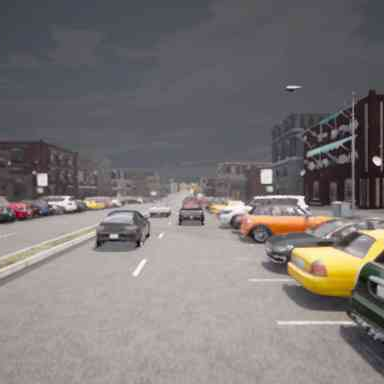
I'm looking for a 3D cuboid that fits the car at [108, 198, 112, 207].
[{"bbox_3d":[-16.101,2.114,54.299,4.674,1.452,2.002,0,-1,0],"label":"car"}]

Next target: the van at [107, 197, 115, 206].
[{"bbox_3d":[-16.007,1.896,57.062,4.442,1.987,1.878,0,-1,0],"label":"van"}]

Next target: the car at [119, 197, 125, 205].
[{"bbox_3d":[-16.138,1.962,62.578,5.566,2.045,2.435,0,-1,0],"label":"car"}]

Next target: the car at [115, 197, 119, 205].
[{"bbox_3d":[-16.176,2.043,59.817,4.553,1.767,2.185,0,-1,0],"label":"car"}]

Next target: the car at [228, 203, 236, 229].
[{"bbox_3d":[4.606,1.534,18.319,4.674,1.452,2.002,0,0,0],"label":"car"}]

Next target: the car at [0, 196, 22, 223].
[{"bbox_3d":[-15.843,1.294,23.986,5.566,2.045,2.435,0,0,0],"label":"car"}]

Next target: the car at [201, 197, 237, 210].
[{"bbox_3d":[4.372,1.818,54.312,5.566,2.045,2.435,0,-1,0],"label":"car"}]

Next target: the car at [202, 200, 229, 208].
[{"bbox_3d":[4.357,2.213,62.642,4.892,1.521,2.231,0,-1,0],"label":"car"}]

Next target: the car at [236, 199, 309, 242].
[{"bbox_3d":[4.592,1.360,15.542,4.553,1.767,2.185,0,0,0],"label":"car"}]

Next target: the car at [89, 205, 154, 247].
[{"bbox_3d":[-2.982,1.530,14.964,1.812,1.442,4.674,0,0,0],"label":"car"}]

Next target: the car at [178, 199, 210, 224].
[{"bbox_3d":[-0.041,1.558,25.278,2.128,1.511,4.902,0,-1,0],"label":"car"}]

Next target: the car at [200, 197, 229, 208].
[{"bbox_3d":[4.382,2.006,65.547,5.566,2.045,2.435,0,-1,0],"label":"car"}]

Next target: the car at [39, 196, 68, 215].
[{"bbox_3d":[-15.987,1.580,35.003,4.553,1.767,2.185,0,-1,0],"label":"car"}]

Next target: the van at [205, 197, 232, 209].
[{"bbox_3d":[4.504,1.895,57.211,4.442,1.987,1.878,0,-1,0],"label":"van"}]

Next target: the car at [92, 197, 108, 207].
[{"bbox_3d":[-16.267,2.022,51.542,5.366,1.575,1.946,0,-1,0],"label":"car"}]

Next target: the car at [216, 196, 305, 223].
[{"bbox_3d":[4.563,1.258,21.096,5.566,2.045,2.435,0,0,0],"label":"car"}]

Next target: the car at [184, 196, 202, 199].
[{"bbox_3d":[-0.143,1.596,43.010,2.150,2.045,5.566,0,-1,0],"label":"car"}]

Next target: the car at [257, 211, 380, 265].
[{"bbox_3d":[4.662,1.481,9.862,4.892,1.521,2.231,0,0,0],"label":"car"}]

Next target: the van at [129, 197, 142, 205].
[{"bbox_3d":[-16.239,2.316,87.396,4.442,1.987,1.878,0,-1,0],"label":"van"}]

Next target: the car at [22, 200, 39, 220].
[{"bbox_3d":[-15.864,1.326,26.739,5.566,2.045,2.435,0,-1,0],"label":"car"}]

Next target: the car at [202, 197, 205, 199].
[{"bbox_3d":[4.233,2.016,51.524,5.366,1.575,1.946,0,-1,0],"label":"car"}]

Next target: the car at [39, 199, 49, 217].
[{"bbox_3d":[-15.908,1.612,29.492,5.008,1.535,2.097,0,-1,0],"label":"car"}]

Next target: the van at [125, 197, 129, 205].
[{"bbox_3d":[-16.346,2.112,70.851,4.442,1.987,1.878,0,-1,0],"label":"van"}]

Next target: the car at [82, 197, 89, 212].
[{"bbox_3d":[-15.970,1.562,40.517,5.566,2.045,2.435,0,-1,0],"label":"car"}]

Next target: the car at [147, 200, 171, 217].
[{"bbox_3d":[-3.089,1.786,33.384,1.895,1.301,4.718,0,-1,0],"label":"car"}]

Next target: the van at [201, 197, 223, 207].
[{"bbox_3d":[4.219,2.113,71.105,4.442,1.987,1.878,0,-1,0],"label":"van"}]

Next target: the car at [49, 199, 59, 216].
[{"bbox_3d":[-15.964,1.688,32.243,4.792,1.488,2.163,0,-1,0],"label":"car"}]

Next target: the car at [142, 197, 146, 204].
[{"bbox_3d":[-16.369,2.359,92.907,5.566,2.045,2.435,0,-1,0],"label":"car"}]

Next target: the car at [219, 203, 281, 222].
[{"bbox_3d":[4.558,1.601,26.646,4.674,1.452,2.002,0,-1,0],"label":"car"}]

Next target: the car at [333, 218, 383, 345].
[{"bbox_3d":[4.660,1.354,4.420,4.553,1.767,2.185,0,0,0],"label":"car"}]

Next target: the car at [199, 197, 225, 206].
[{"bbox_3d":[4.357,2.125,73.882,5.566,2.045,2.435,0,-1,0],"label":"car"}]

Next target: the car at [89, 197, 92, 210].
[{"bbox_3d":[-15.988,1.742,43.272,4.553,1.767,2.185,0,-1,0],"label":"car"}]

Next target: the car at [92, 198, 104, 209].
[{"bbox_3d":[-16.247,1.970,48.783,5.366,1.575,1.946,0,-1,0],"label":"car"}]

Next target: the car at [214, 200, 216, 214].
[{"bbox_3d":[4.548,1.636,29.303,4.674,1.452,2.002,0,-1,0],"label":"car"}]

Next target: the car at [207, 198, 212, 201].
[{"bbox_3d":[4.502,1.745,37.629,5.008,1.535,2.097,0,-1,0],"label":"car"}]

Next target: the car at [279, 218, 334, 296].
[{"bbox_3d":[4.857,1.476,7.083,5.366,1.575,1.946,0,0,0],"label":"car"}]

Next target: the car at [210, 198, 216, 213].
[{"bbox_3d":[4.714,1.638,32.075,5.366,1.575,1.946,0,-1,0],"label":"car"}]

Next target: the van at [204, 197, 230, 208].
[{"bbox_3d":[4.493,1.941,59.865,4.442,1.987,1.878,0,-1,0],"label":"van"}]

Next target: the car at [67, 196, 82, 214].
[{"bbox_3d":[-16.005,1.508,37.760,5.566,2.045,2.435,0,-1,0],"label":"car"}]
